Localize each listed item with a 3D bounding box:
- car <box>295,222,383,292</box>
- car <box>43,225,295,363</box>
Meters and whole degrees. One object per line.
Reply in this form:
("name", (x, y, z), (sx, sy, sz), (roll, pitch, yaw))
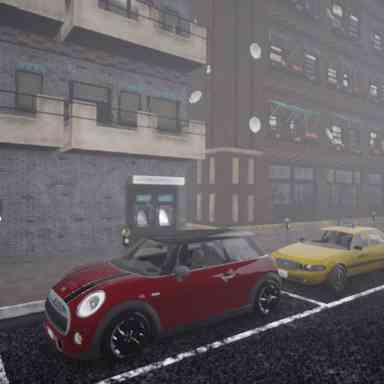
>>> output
("car", (4.013, 1.525, 8.956), (4.829, 1.417, 1.752), (0, 1, -36))
("car", (-0.363, 1.440, 5.829), (4.097, 1.590, 1.967), (0, 1, -36))
